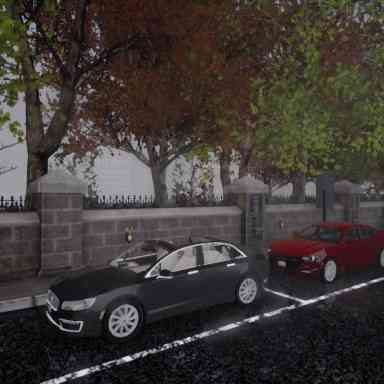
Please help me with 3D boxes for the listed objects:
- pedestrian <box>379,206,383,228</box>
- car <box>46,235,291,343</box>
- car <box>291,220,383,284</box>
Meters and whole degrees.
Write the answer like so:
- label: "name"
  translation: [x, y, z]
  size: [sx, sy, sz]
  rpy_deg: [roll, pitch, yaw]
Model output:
- label: "pedestrian"
  translation: [10.406, 1.147, 17.762]
  size: [0.375, 1.860, 0.375]
  rpy_deg: [0, 0, -36]
- label: "car"
  translation: [-0.400, 1.551, 6.367]
  size: [4.403, 1.369, 2.008]
  rpy_deg: [0, 0, -36]
- label: "car"
  translation: [4.080, 1.546, 9.626]
  size: [4.507, 1.381, 1.887]
  rpy_deg: [0, 0, -36]
